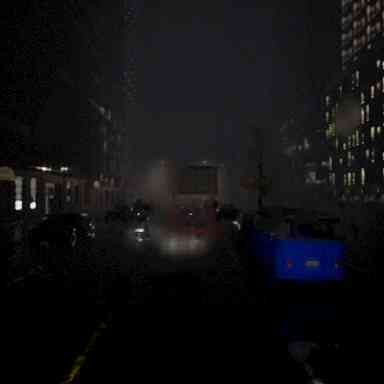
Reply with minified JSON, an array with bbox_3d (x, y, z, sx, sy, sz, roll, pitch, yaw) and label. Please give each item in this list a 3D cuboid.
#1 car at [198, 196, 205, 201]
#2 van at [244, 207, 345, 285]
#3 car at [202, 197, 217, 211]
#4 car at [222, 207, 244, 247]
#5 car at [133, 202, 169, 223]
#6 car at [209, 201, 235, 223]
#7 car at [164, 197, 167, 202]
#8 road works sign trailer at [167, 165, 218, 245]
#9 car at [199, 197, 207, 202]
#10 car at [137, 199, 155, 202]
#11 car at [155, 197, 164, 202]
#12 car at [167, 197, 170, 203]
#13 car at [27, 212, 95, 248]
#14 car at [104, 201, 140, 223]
[{"bbox_3d":[2.698,1.851,94.785,1.752,1.417,4.829,0,0,0],"label":"car"},{"bbox_3d":[2.699,1.371,9.282,1.690,1.788,3.998,0,0,0],"label":"van"},{"bbox_3d":[2.697,1.694,43.415,2.008,1.369,4.403,0,0,0],"label":"car"},{"bbox_3d":[2.697,1.599,14.970,2.008,1.369,4.403,0,0,0],"label":"car"},{"bbox_3d":[-3.099,1.685,25.991,1.895,1.301,4.718,0,0,0],"label":"car"},{"bbox_3d":[2.697,1.637,26.348,2.008,1.369,4.403,0,0,0],"label":"car"},{"bbox_3d":[-5.683,1.726,54.815,1.887,1.381,4.507,0,0,0],"label":"car"},{"bbox_3d":[0.025,0.516,15.937,2.380,3.560,2.880,0,0,0],"label":"road works sign trailer"},{"bbox_3d":[2.698,1.849,83.236,1.947,1.339,4.313,0,0,0],"label":"car"},{"bbox_3d":[-5.682,1.563,37.748,1.967,1.590,4.097,0,0,0],"label":"car"},{"bbox_3d":[-5.684,1.713,49.126,2.008,1.369,4.403,0,0,0],"label":"car"},{"bbox_3d":[-5.683,1.786,71.882,1.887,1.381,4.507,0,0,0],"label":"car"},{"bbox_3d":[-5.684,1.614,14.991,1.947,1.339,4.313,0,0,0],"label":"car"},{"bbox_3d":[-5.684,1.636,26.369,2.008,1.369,4.403,0,0,0],"label":"car"}]
